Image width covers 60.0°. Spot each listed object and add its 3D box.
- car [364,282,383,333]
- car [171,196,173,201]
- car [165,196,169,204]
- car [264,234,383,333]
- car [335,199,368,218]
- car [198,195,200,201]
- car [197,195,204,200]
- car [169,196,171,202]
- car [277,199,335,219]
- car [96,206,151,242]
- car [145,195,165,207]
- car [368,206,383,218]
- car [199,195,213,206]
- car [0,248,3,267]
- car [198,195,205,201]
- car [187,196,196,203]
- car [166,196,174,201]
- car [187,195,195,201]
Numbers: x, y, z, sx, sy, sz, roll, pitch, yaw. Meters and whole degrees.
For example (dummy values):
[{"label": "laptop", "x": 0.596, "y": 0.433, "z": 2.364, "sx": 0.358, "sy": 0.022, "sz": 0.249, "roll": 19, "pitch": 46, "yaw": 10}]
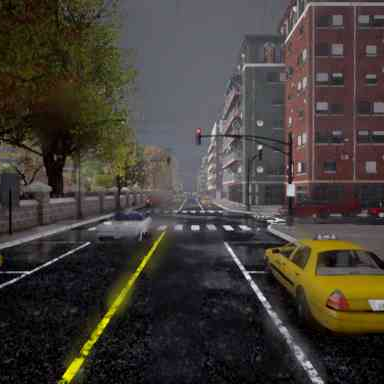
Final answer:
[{"label": "car", "x": 2.687, "y": 1.566, "z": 1.097, "sx": 1.947, "sy": 1.339, "sz": 4.313, "roll": 0, "pitch": 0, "yaw": 0}, {"label": "car", "x": -5.867, "y": 1.631, "z": 77.950, "sx": 1.802, "sy": 1.307, "sz": 4.206, "roll": 0, "pitch": 0, "yaw": 0}, {"label": "car", "x": -5.830, "y": 1.471, "z": 61.345, "sx": 1.967, "sy": 1.590, "sz": 4.097, "roll": 0, "pitch": 0, "yaw": 0}, {"label": "car", "x": 2.673, "y": 1.526, "z": 6.899, "sx": 1.752, "sy": 1.417, "sz": 4.829, "roll": 0, "pitch": 0, "yaw": 0}, {"label": "car", "x": 14.540, "y": 1.598, "z": 33.747, "sx": 5.009, "sy": 1.841, "sz": 2.192, "roll": 1, "pitch": -1, "yaw": 0}, {"label": "car", "x": 2.551, "y": 1.575, "z": 61.364, "sx": 1.887, "sy": 1.381, "sz": 4.507, "roll": 0, "pitch": 0, "yaw": 0}, {"label": "car", "x": 2.477, "y": 1.614, "z": 94.575, "sx": 1.887, "sy": 1.381, "sz": 4.507, "roll": 0, "pitch": 0, "yaw": 0}, {"label": "car", "x": -5.842, "y": 1.581, "z": 66.881, "sx": 1.887, "sy": 1.381, "sz": 4.507, "roll": 0, "pitch": 0, "yaw": 0}, {"label": "car", "x": 10.345, "y": 1.569, "z": 30.971, "sx": 4.553, "sy": 1.767, "sz": 2.097, "roll": 1, "pitch": 0, "yaw": -3}, {"label": "car", "x": -3.204, "y": 1.604, "z": 16.378, "sx": 1.895, "sy": 1.301, "sz": 4.718, "roll": 0, "pitch": 0, "yaw": 0}, {"label": "car", "x": -5.806, "y": 1.335, "z": 50.275, "sx": 2.192, "sy": 1.841, "sz": 5.009, "roll": 0, "pitch": 0, "yaw": 0}, {"label": "car", "x": 20.231, "y": 1.931, "z": 33.775, "sx": 4.507, "sy": 1.381, "sz": 1.887, "roll": 1, "pitch": -1, "yaw": 0}, {"label": "car", "x": 2.563, "y": 1.551, "z": 55.999, "sx": 1.752, "sy": 1.417, "sz": 4.829, "roll": 0, "pitch": 0, "yaw": 0}, {"label": "car", "x": -5.706, "y": 1.526, "z": 6.539, "sx": 1.752, "sy": 1.417, "sz": 4.829, "roll": 0, "pitch": 0, "yaw": 0}, {"label": "car", "x": 2.489, "y": 1.607, "z": 89.040, "sx": 1.887, "sy": 1.381, "sz": 4.507, "roll": 0, "pitch": 0, "yaw": 0}, {"label": "car", "x": -0.129, "y": 1.583, "z": 71.155, "sx": 2.033, "sy": 1.411, "sz": 5.357, "roll": 0, "pitch": 0, "yaw": 0}, {"label": "car", "x": -5.891, "y": 1.644, "z": 89.021, "sx": 1.802, "sy": 1.307, "sz": 4.206, "roll": 0, "pitch": 0, "yaw": 0}, {"label": "car", "x": -0.190, "y": 1.611, "z": 86.009, "sx": 1.994, "sy": 1.385, "sz": 4.181, "roll": 0, "pitch": 0, "yaw": 0}]
